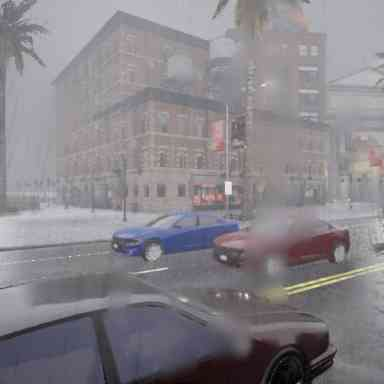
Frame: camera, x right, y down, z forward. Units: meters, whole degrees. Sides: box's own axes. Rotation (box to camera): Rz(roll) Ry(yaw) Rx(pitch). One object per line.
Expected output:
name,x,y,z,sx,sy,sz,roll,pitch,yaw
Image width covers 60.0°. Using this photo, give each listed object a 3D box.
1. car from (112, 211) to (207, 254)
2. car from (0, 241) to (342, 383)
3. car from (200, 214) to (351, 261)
car,-0.440,1.477,12.239,5.008,1.535,1.882,0,0,-35
car,-0.928,1.548,3.058,5.357,1.411,2.033,0,0,-36
car,2.884,1.477,10.300,5.008,1.535,1.882,0,0,-35
